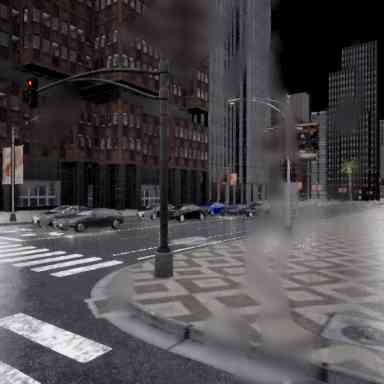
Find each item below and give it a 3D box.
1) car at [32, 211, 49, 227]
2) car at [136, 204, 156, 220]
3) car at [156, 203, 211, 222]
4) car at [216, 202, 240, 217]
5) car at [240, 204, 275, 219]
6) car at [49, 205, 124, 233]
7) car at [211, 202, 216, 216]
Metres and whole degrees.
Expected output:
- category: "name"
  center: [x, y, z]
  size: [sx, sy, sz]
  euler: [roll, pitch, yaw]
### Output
- category: "car"
  center: [-8.990, 1.724, 24.085]
  size: [2.128, 1.511, 4.902]
  euler: [0, -1, 35]
- category: "car"
  center: [-3.268, 1.869, 32.257]
  size: [2.128, 1.511, 4.902]
  euler: [0, -1, 35]
- category: "car"
  center: [-0.653, 1.858, 30.324]
  size: [1.882, 1.535, 5.008]
  euler: [0, -1, 35]
- category: "car"
  center: [5.289, 2.078, 38.800]
  size: [2.033, 1.411, 5.357]
  euler: [0, -1, 35]
- category: "car"
  center: [7.380, 2.022, 35.787]
  size: [1.837, 1.490, 4.892]
  euler: [0, -1, 35]
- category: "car"
  center: [-6.550, 1.757, 21.905]
  size: [1.812, 1.442, 4.674]
  euler: [0, -1, 35]
- category: "car"
  center: [2.543, 2.002, 40.541]
  size: [1.882, 1.535, 5.008]
  euler: [0, 0, 35]
